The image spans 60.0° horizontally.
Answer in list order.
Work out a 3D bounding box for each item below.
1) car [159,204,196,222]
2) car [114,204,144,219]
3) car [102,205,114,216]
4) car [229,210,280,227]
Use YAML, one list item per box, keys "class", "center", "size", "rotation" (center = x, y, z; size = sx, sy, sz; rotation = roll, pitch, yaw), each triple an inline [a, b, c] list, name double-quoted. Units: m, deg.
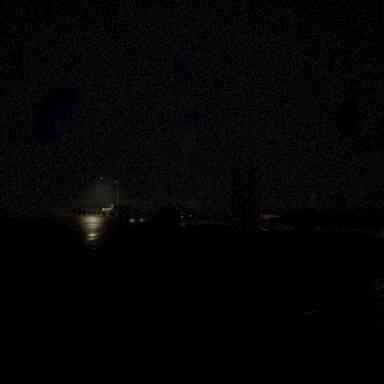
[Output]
- class: "car"
  center: [-1.771, 2.387, 38.969]
  size: [2.150, 2.045, 5.566]
  rotation: [1, -3, -35]
- class: "car"
  center: [-9.187, 2.865, 49.454]
  size: [2.150, 2.045, 5.566]
  rotation: [1, -3, -35]
- class: "car"
  center: [-15.004, 3.442, 62.631]
  size: [2.150, 2.045, 5.566]
  rotation: [1, -3, -36]
- class: "car"
  center: [5.341, 2.192, 28.972]
  size: [1.882, 1.535, 5.008]
  rotation: [1, -3, -35]
